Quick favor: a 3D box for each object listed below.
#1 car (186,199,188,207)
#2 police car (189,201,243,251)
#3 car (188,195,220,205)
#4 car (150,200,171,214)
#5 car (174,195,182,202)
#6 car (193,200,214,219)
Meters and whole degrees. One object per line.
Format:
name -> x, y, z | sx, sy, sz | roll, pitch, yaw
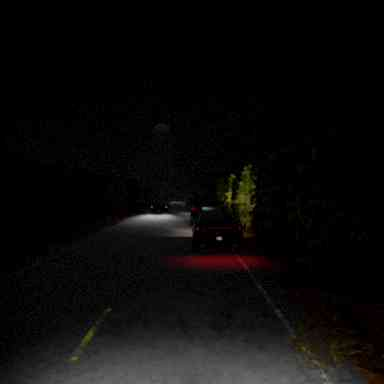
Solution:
car -> 0.000, 1.503, 50.489 | 2.033, 1.411, 5.357 | 0, 0, 0
police car -> 0.960, 1.413, 14.241 | 1.930, 1.638, 5.238 | 0, 0, 0
car -> 0.960, 1.200, 24.161 | 2.150, 2.045, 5.566 | 0, 0, 0
car -> -3.297, 1.570, 35.521 | 1.895, 1.301, 4.718 | 0, 0, 0
car -> -3.199, 1.373, 76.292 | 2.128, 1.511, 4.902 | 0, 0, 0
car -> 0.960, 1.500, 30.131 | 1.812, 1.442, 4.674 | 0, 0, 0
